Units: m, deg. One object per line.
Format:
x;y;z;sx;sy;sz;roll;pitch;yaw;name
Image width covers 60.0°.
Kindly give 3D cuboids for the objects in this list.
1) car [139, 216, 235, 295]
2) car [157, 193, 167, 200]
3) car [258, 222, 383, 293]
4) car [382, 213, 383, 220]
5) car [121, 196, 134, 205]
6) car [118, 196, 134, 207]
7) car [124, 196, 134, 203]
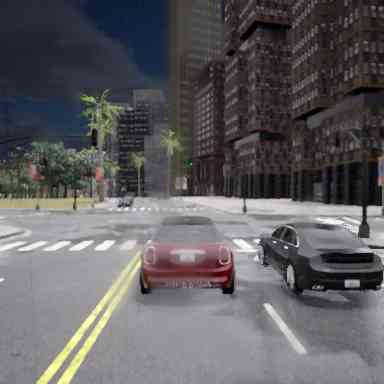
-0.146;1.430;9.116;2.097;1.767;4.553;0;-1;-1;car
-8.262;1.176;92.863;2.150;2.045;5.566;0;0;-14;car
3.141;1.584;9.081;1.837;1.490;4.892;0;0;-2;car
17.532;1.514;25.986;4.553;1.767;2.097;0;0;13;car
-11.929;1.571;61.859;2.128;1.511;4.902;0;0;-9;car
-10.509;1.682;52.271;1.994;1.385;4.181;0;0;-9;car
-13.621;1.589;71.735;1.994;1.385;4.181;0;0;-11;car
